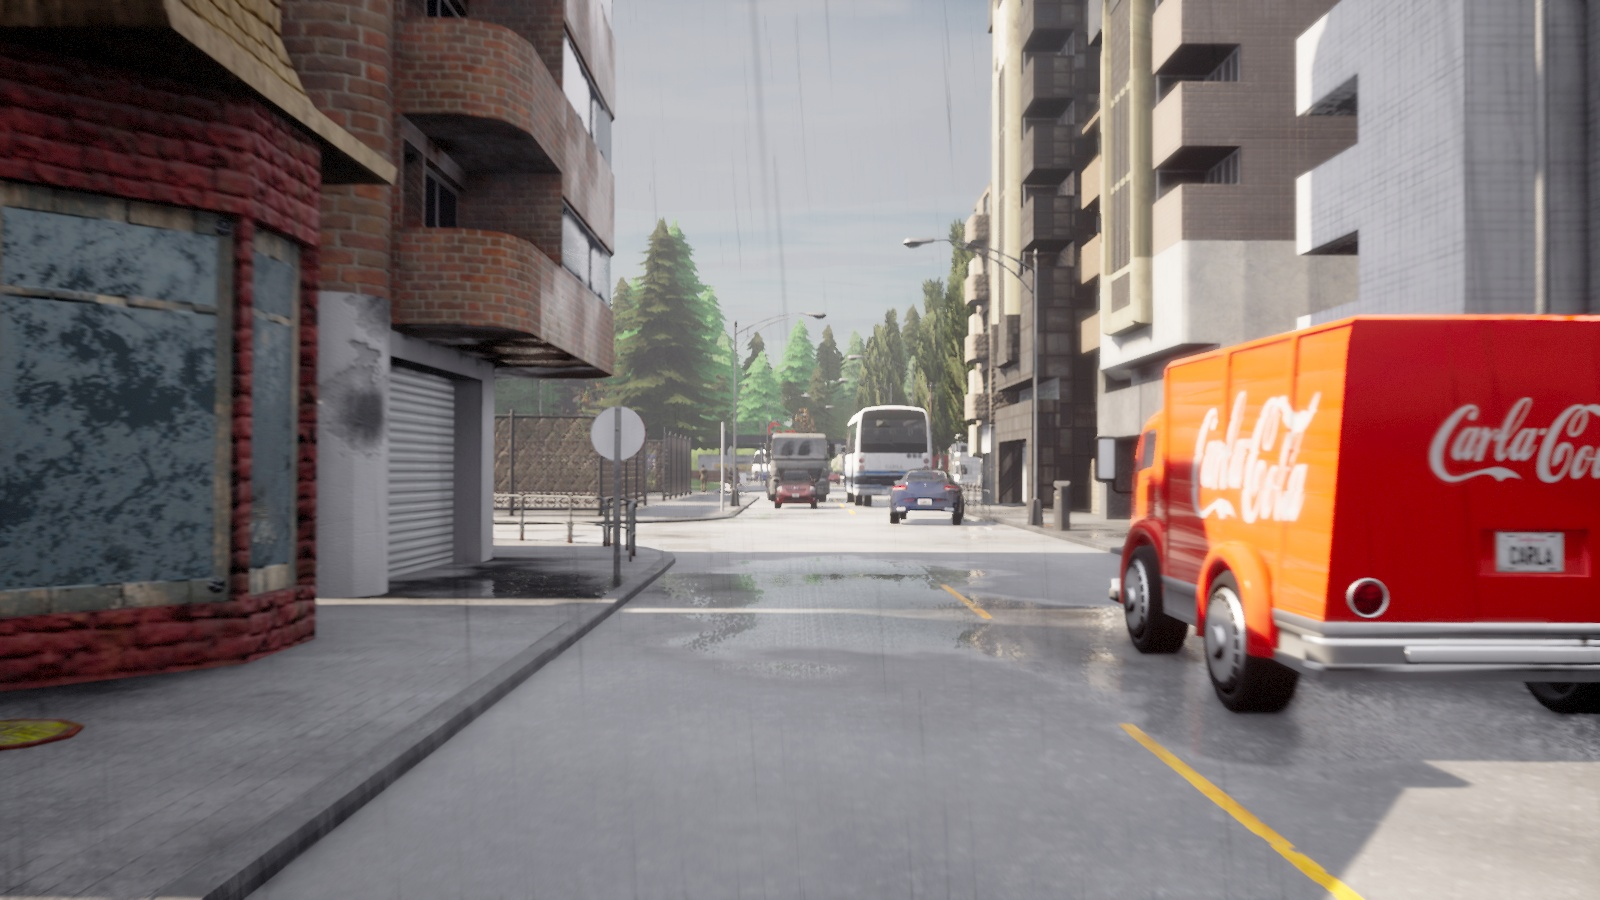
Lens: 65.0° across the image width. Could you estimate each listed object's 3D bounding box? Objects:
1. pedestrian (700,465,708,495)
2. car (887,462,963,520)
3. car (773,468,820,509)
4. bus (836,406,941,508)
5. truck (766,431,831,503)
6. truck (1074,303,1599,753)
[{"bbox_3d":[-6.170,1.918,80.779,0.396,1.930,0.692,0,-1,1],"label":"pedestrian"},{"bbox_3d":[3.919,1.211,38.605,2.152,1.651,5.027,0,-1,7],"label":"car"},{"bbox_3d":[-0.145,1.566,51.945,1.851,1.617,3.988,0,-1,0],"label":"car"},{"bbox_3d":[3.837,0.369,57.623,3.944,4.253,10.273,0,-1,-1],"label":"bus"},{"bbox_3d":[-0.185,0.887,64.159,2.891,3.462,7.936,0,-1,-3],"label":"truck"},{"bbox_3d":[3.988,0.468,9.518,2.627,2.467,5.204,0,-1,-1],"label":"truck"}]
